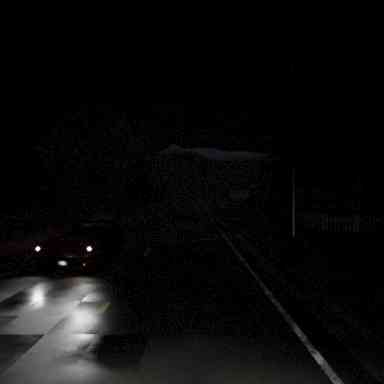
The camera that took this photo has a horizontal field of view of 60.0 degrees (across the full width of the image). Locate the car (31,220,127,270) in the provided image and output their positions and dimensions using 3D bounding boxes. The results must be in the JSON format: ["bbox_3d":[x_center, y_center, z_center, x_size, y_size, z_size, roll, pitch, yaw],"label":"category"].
[{"bbox_3d":[-3.593,1.686,11.458,1.895,1.301,4.718,0,0,0],"label":"car"}]

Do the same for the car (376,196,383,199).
[{"bbox_3d":[32.543,1.486,54.075,1.932,1.855,4.605,0,0,0],"label":"car"}]

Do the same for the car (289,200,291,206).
[{"bbox_3d":[17.017,1.832,61.789,1.970,1.475,3.806,0,0,0],"label":"car"}]

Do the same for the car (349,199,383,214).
[{"bbox_3d":[20.077,1.815,36.855,4.181,1.385,1.994,0,0,1],"label":"car"}]

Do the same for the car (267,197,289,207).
[{"bbox_3d":[13.962,1.769,54.399,1.845,1.501,3.633,0,0,0],"label":"car"}]

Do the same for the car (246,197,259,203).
[{"bbox_3d":[14.216,1.924,80.431,2.007,1.523,4.514,0,0,0],"label":"car"}]

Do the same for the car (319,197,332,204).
[{"bbox_3d":[29.121,1.845,72.659,1.845,1.501,3.633,0,0,0],"label":"car"}]

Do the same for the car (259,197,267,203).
[{"bbox_3d":[17.353,1.914,80.452,2.152,1.636,5.027,0,0,0],"label":"car"}]

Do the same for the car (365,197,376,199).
[{"bbox_3d":[39.113,1.820,72.515,2.007,1.523,4.514,0,0,0],"label":"car"}]
